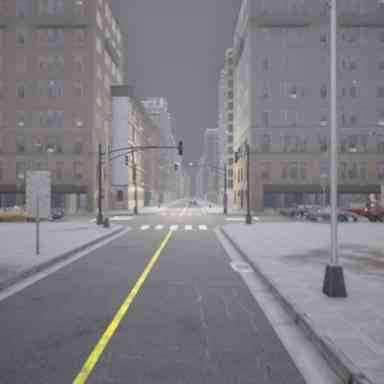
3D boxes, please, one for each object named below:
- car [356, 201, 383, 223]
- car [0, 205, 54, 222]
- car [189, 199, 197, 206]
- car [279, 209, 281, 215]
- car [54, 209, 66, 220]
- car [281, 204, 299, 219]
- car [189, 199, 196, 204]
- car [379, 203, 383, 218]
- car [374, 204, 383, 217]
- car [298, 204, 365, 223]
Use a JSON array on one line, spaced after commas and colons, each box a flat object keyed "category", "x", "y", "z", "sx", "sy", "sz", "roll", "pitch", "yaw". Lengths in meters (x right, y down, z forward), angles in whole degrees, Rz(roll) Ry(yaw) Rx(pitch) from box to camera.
[{"category": "car", "x": 17.238, "y": 1.700, "z": 28.383, "sx": 5.009, "sy": 1.841, "sz": 2.192, "roll": 0, "pitch": 0, "yaw": 0}, {"category": "car", "x": -14.847, "y": 1.899, "z": 28.485, "sx": 4.829, "sy": 1.417, "sz": 1.752, "roll": 0, "pitch": 0, "yaw": 0}, {"category": "car", "x": 0.185, "y": 2.527, "z": 78.739, "sx": 1.812, "sy": 1.442, "sz": 4.674, "roll": 0, "pitch": -1, "yaw": 0}, {"category": "car", "x": 11.855, "y": 1.990, "z": 36.423, "sx": 4.507, "sy": 1.381, "sz": 1.887, "roll": 0, "pitch": 0, "yaw": 0}, {"category": "car", "x": -14.291, "y": 1.898, "z": 31.011, "sx": 4.892, "sy": 1.490, "sz": 1.837, "roll": 0, "pitch": 0, "yaw": -1}, {"category": "car", "x": 11.966, "y": 2.026, "z": 33.884, "sx": 4.718, "sy": 1.301, "sz": 1.895, "roll": 0, "pitch": 0, "yaw": -2}, {"category": "car", "x": 0.209, "y": 2.500, "z": 88.744, "sx": 1.812, "sy": 1.442, "sz": 4.674, "roll": 0, "pitch": -1, "yaw": 0}, {"category": "car", "x": 21.985, "y": 1.934, "z": 33.856, "sx": 4.892, "sy": 1.490, "sz": 1.837, "roll": 0, "pitch": 0, "yaw": 0}, {"category": "car", "x": 22.673, "y": 2.000, "z": 36.388, "sx": 4.403, "sy": 1.369, "sz": 2.008, "roll": 0, "pitch": 0, "yaw": 0}, {"category": "car", "x": 11.828, "y": 1.934, "z": 28.398, "sx": 4.403, "sy": 1.369, "sz": 2.008, "roll": 0, "pitch": 0, "yaw": 0}]
